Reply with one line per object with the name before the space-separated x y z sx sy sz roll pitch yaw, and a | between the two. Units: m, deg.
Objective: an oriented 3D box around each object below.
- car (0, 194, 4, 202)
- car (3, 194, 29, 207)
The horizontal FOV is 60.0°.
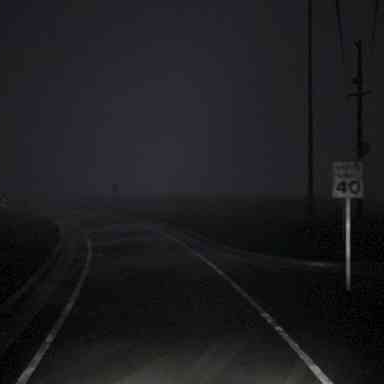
car | -28.859 1.024 50.951 1.837 1.490 4.892 -1 1 -38
car | -22.656 1.142 43.206 1.994 1.385 4.181 -1 1 -38
